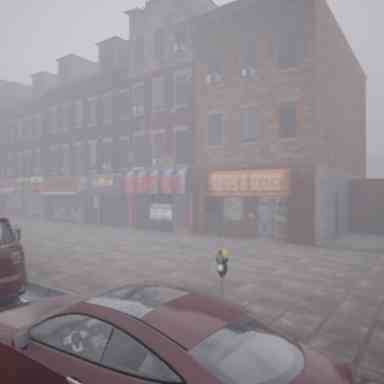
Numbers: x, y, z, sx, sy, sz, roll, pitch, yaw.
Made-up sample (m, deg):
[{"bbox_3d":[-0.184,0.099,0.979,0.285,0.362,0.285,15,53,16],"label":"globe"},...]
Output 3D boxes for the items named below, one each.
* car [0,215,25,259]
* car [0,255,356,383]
[{"bbox_3d":[-5.242,1.273,6.538,5.009,1.841,2.192,0,0,35],"label":"car"},{"bbox_3d":[-0.618,1.570,3.251,4.206,1.307,1.802,0,0,35],"label":"car"}]
